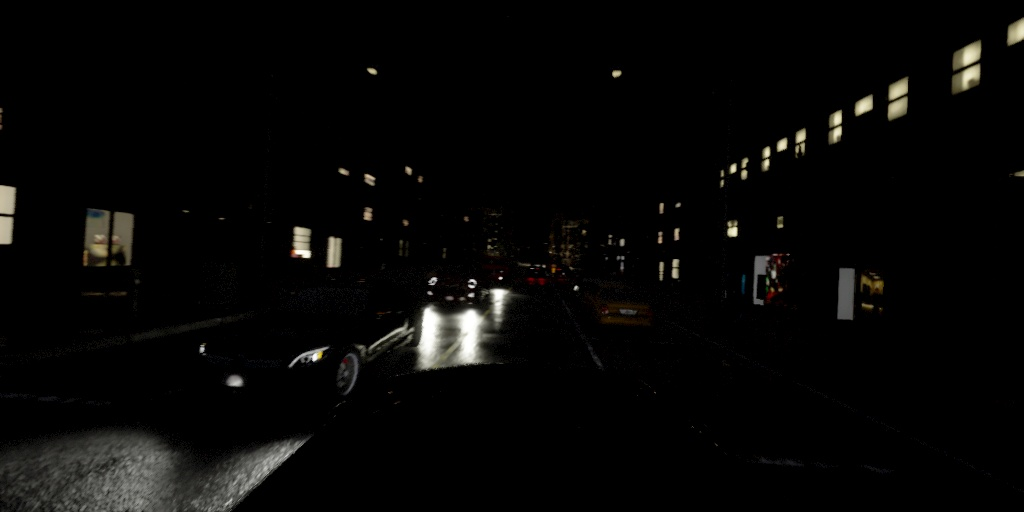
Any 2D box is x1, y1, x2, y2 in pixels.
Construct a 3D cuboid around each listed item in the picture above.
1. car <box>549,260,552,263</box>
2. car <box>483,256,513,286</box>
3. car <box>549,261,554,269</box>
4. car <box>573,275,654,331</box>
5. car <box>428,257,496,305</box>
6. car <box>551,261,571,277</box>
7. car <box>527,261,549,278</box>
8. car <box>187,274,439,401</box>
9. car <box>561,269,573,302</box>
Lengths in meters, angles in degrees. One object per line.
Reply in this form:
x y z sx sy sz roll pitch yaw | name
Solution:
6.849 1.687 61.412 2.192 1.841 5.009 0 0 4 | car
-1.426 1.018 26.594 2.150 2.045 5.566 3 0 5 | car
6.473 1.772 49.582 1.882 1.535 5.008 3 0 4 | car
3.243 1.480 11.917 1.751 1.417 4.829 0 0 4 | car
-2.212 1.061 16.041 2.097 1.767 4.553 3 0 4 | car
5.969 1.740 42.600 1.837 1.490 4.892 3 0 4 | car
2.695 1.551 39.546 2.128 1.511 4.902 3 0 4 | car
-2.931 1.154 6.354 1.812 1.442 4.674 3 0 4 | car
3.632 1.551 17.266 2.007 1.370 4.403 0 0 4 | car
